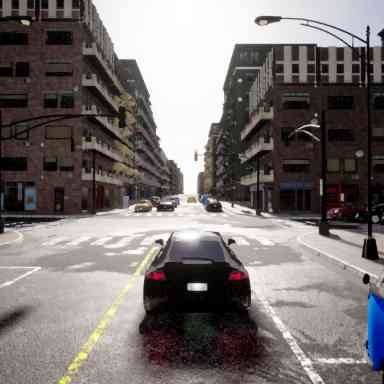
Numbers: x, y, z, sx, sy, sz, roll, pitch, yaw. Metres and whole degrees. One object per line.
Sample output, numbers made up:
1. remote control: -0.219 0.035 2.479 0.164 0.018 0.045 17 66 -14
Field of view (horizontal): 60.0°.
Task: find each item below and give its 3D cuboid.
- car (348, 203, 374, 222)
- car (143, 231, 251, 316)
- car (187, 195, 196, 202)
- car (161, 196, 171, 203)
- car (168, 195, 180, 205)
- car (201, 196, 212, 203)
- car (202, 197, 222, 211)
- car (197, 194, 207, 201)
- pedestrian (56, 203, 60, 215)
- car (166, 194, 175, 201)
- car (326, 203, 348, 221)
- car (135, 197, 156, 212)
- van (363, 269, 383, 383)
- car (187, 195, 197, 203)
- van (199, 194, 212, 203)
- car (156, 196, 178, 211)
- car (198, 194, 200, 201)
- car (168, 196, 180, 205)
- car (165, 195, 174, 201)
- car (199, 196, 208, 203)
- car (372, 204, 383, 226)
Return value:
1. car: 15.061 1.635 25.545 4.892 1.490 1.837 0 -1 0
2. car: 0.086 1.566 7.603 1.994 1.385 4.181 0 0 0
3. car: -0.152 1.561 80.477 2.128 1.511 4.902 0 0 0
4. car: -5.816 1.577 73.787 1.887 1.381 4.507 1 0 0
5. car: -3.190 1.497 49.643 1.882 1.535 5.008 0 0 0
6. car: 2.617 1.568 45.590 2.008 1.369 4.403 1 0 0
7. car: 2.627 1.581 39.947 1.947 1.339 4.313 1 0 0
8. car: 2.546 1.354 85.088 2.192 1.841 5.009 1 0 0
9. pedestrian: -12.598 1.598 31.353 0.500 1.100 0.500 0 -1 1
10. car: -5.847 1.483 90.715 1.967 1.590 4.097 1 0 0
11. car: 13.589 1.609 28.153 4.097 1.590 1.967 0 -1 1
12. car: -5.751 1.540 39.761 1.752 1.417 4.829 1 0 0
13. van: 2.670 1.342 2.001 1.690 1.788 3.998 1 0 0
14. car: -0.033 1.508 70.204 1.882 1.535 5.008 0 0 0
15. van: 2.599 1.364 56.875 1.690 1.788 3.998 1 0 0
16. car: -3.176 1.579 40.926 1.994 1.385 4.181 0 0 0
17. car: 2.574 1.554 68.330 1.752 1.417 4.829 1 0 0
18. car: -3.183 1.502 60.019 1.882 1.535 5.008 0 0 0
19. car: -5.838 1.590 85.072 2.008 1.369 4.403 1 0 0
20. car: 2.563 1.614 73.802 1.802 1.307 4.206 1 0 0
21. car: 13.501 1.583 19.771 4.313 1.339 1.947 0 -1 1
